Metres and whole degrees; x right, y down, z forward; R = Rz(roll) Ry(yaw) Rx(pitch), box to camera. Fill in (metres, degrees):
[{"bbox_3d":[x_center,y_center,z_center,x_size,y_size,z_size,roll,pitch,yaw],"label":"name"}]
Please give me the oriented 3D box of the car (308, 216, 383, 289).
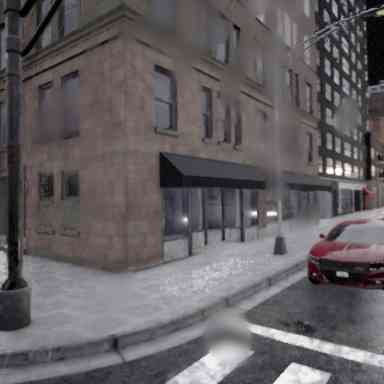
[{"bbox_3d":[4.786,1.522,9.226,1.882,1.535,5.008,-2,-1,38],"label":"car"}]
